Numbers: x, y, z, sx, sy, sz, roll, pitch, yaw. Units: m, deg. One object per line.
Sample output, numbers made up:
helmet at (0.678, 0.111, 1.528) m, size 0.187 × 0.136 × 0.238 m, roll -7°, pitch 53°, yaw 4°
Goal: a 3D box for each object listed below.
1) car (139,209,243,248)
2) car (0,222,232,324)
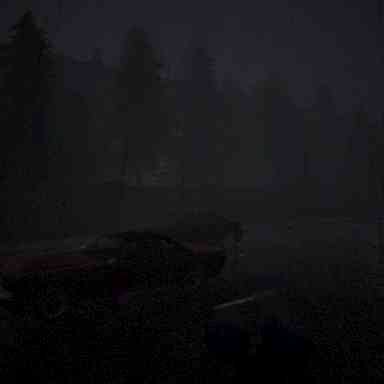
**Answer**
car at (-0.336, 1.427, 12.377) m, size 5.008 × 1.535 × 1.882 m, roll 0°, pitch 0°, yaw -35°
car at (-1.584, 1.568, 7.194) m, size 4.718 × 1.301 × 1.895 m, roll 0°, pitch 0°, yaw -35°
